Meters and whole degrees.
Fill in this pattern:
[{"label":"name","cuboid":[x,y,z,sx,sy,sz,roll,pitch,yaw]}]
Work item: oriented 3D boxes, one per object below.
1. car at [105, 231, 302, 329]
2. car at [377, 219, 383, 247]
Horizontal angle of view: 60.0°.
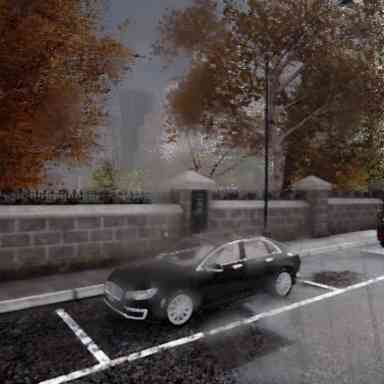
[{"label":"car","cuboid":[0.431,1.540,6.852,4.403,1.369,2.008,0,1,-35]},{"label":"car","cuboid":[9.427,1.275,13.263,5.009,1.841,2.192,0,1,-35]}]
